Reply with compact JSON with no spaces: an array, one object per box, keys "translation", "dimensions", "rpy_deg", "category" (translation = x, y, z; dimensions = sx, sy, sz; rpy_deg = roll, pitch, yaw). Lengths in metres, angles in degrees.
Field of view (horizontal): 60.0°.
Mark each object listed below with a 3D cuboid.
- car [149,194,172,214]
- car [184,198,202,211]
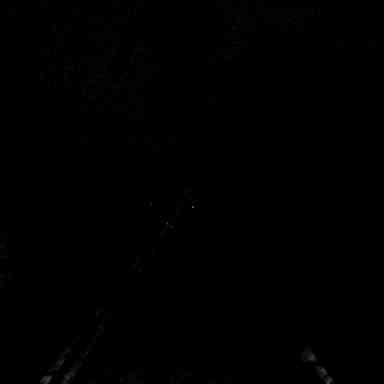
[{"translation":[-3.337,1.220,36.279],"dimensions":[2.150,2.045,5.566],"rpy_deg":[0,0,0],"category":"car"},{"translation":[0.107,1.506,40.588],"dimensions":[1.837,1.490,4.892],"rpy_deg":[0,0,0],"category":"car"}]
